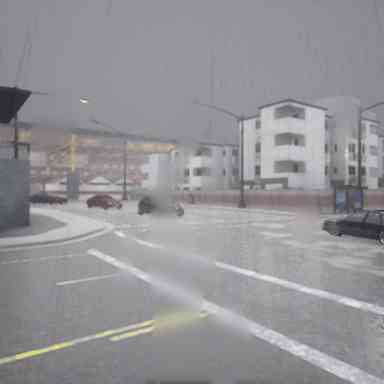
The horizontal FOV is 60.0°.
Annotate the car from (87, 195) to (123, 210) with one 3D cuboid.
[{"bbox_3d":[-9.100,1.009,34.329,4.674,1.442,1.812,2,1,41],"label":"car"}]

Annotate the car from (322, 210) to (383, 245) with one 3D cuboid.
[{"bbox_3d":[8.385,1.533,15.186,2.033,1.411,5.357,0,0,-18],"label":"car"}]

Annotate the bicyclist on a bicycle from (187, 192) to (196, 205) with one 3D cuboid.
[{"bbox_3d":[-0.042,0.862,41.238,0.582,1.620,1.656,1,1,44],"label":"bicyclist on a bicycle"}]

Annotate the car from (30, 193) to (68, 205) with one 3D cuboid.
[{"bbox_3d":[-17.502,0.776,40.227,5.357,1.411,2.033,1,1,27],"label":"car"}]

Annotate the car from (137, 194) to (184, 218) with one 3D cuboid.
[{"bbox_3d":[-2.566,1.063,26.975,2.097,1.767,4.553,0,1,-37],"label":"car"}]
